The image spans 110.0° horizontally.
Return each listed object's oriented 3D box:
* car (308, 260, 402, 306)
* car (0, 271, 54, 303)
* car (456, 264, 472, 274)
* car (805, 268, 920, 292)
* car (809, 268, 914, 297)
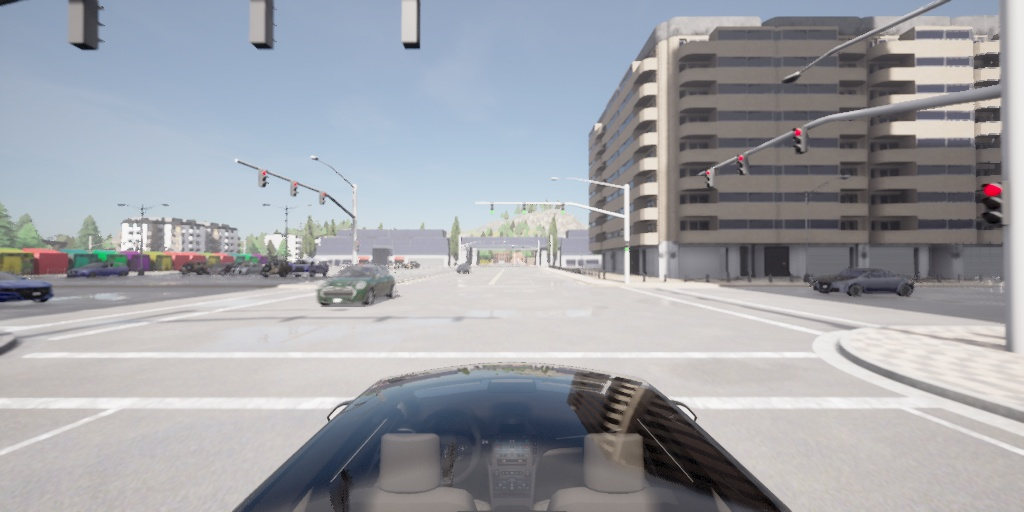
[{"bbox_3d":[-6.999,1.216,16.616,2.097,1.767,4.553,0,-1,0],"label":"car"},{"bbox_3d":[-22.910,1.338,15.401,5.008,1.535,1.882,0,-1,0],"label":"car"},{"bbox_3d":[-6.995,1.932,52.178,1.837,1.490,4.892,0,1,0],"label":"car"},{"bbox_3d":[22.382,1.499,23.057,5.357,1.411,2.033,0,-1,0],"label":"car"},{"bbox_3d":[19.049,1.472,19.549,4.181,1.385,1.994,0,-1,0],"label":"car"}]
